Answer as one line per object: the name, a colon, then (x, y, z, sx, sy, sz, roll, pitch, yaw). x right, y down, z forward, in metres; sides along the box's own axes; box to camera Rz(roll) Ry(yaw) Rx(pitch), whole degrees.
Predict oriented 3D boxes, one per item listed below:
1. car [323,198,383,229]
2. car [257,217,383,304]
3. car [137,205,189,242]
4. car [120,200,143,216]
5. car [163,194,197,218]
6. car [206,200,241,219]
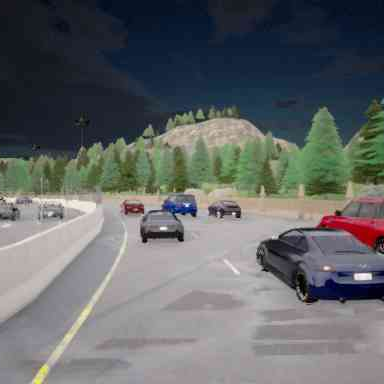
car: (6.310, 1.199, 11.039, 2.150, 2.045, 5.566, 0, 0, -6)
car: (3.028, 1.553, 8.222, 1.994, 1.385, 4.181, 0, 0, -5)
car: (-1.586, 1.573, 16.622, 1.994, 1.385, 4.181, 0, 0, -9)
car: (-6.139, 1.506, 33.765, 1.882, 1.535, 5.008, 0, 0, -19)
car: (-1.194, 1.231, 30.110, 2.150, 2.045, 5.566, 0, 0, -17)
car: (2.713, 1.499, 29.087, 1.837, 1.490, 4.892, 0, 0, -16)
